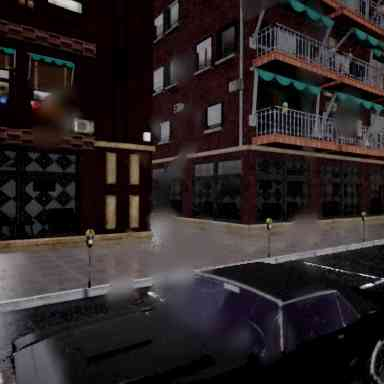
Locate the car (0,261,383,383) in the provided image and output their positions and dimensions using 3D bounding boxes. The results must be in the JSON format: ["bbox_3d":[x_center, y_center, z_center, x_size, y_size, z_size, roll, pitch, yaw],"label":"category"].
[{"bbox_3d":[0.546,1.601,3.729,4.718,1.301,1.895,0,0,-35],"label":"car"}]
